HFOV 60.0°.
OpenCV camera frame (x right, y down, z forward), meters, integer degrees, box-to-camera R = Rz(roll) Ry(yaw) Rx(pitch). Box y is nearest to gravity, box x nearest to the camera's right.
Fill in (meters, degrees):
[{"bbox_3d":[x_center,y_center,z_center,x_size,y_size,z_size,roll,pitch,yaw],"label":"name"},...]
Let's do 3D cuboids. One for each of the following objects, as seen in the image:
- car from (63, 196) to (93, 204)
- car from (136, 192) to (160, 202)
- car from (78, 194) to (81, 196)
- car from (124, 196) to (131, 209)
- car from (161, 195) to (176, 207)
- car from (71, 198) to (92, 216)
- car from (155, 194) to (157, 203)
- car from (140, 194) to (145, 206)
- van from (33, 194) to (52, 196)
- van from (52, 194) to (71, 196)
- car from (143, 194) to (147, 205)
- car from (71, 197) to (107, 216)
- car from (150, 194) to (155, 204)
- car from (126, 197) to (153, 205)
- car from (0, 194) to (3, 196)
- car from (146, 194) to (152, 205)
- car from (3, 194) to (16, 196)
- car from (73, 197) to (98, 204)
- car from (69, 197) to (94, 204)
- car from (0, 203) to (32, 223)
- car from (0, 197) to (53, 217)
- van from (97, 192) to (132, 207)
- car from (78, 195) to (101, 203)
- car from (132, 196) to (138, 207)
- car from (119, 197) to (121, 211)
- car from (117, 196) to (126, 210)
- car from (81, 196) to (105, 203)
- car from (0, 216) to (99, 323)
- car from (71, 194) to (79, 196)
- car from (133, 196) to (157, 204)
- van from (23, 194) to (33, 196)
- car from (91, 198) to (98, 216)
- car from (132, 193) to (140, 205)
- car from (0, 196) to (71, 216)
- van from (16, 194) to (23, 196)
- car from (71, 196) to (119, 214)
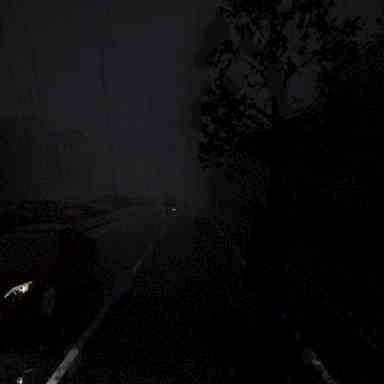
[{"bbox_3d":[-23.165,1.685,67.646,5.366,1.575,1.946,0,-1,0],"label":"car"},{"bbox_3d":[-10.297,1.468,70.398,5.566,2.045,2.435,0,-1,0],"label":"car"},{"bbox_3d":[-23.383,1.373,62.110,5.566,2.045,2.435,0,-1,0],"label":"car"},{"bbox_3d":[-10.261,1.505,39.868,4.792,1.488,2.163,0,0,0],"label":"car"},{"bbox_3d":[-3.397,1.562,51.364,1.812,1.442,4.674,0,-1,0],"label":"car"},{"bbox_3d":[-10.116,1.426,23.211,5.366,1.575,1.946,0,0,0],"label":"car"},{"bbox_3d":[-10.456,1.685,67.619,5.366,1.575,1.946,0,-1,0],"label":"car"},{"bbox_3d":[-10.276,1.517,50.974,4.892,1.521,2.231,0,-1,0],"label":"car"},{"bbox_3d":[-23.256,1.277,48.283,4.442,1.987,1.878,0,0,0],"label":"van"},{"bbox_3d":[-23.475,1.336,56.447,4.442,1.987,1.878,0,-1,0],"label":"van"},{"bbox_3d":[-10.466,1.533,53.742,5.366,1.575,1.946,0,-1,0],"label":"car"},{"bbox_3d":[-10.304,1.445,28.764,4.892,1.521,2.231,0,0,0],"label":"car"},{"bbox_3d":[-10.089,1.621,62.067,5.366,1.575,1.946,0,-1,0],"label":"car"},{"bbox_3d":[-10.279,1.657,64.843,4.892,1.521,2.231,0,-1,0],"label":"car"},{"bbox_3d":[-23.345,1.209,34.417,5.566,2.045,2.435,0,0,0],"label":"car"},{"bbox_3d":[-10.093,1.558,56.394,5.366,1.575,1.946,0,-1,0],"label":"car"},{"bbox_3d":[-23.343,1.217,37.187,5.566,2.045,2.435,0,0,0],"label":"car"},{"bbox_3d":[-23.317,1.782,73.186,4.792,1.488,2.163,0,-1,0],"label":"car"},{"bbox_3d":[-23.346,1.760,70.416,4.674,1.452,2.002,0,-1,0],"label":"car"},{"bbox_3d":[-10.301,1.405,14.883,5.008,1.535,2.097,0,0,0],"label":"car"},{"bbox_3d":[-10.274,1.287,17.660,4.553,1.767,2.185,0,0,0],"label":"car"},{"bbox_3d":[-10.405,1.258,42.645,4.442,1.987,1.878,0,0,0],"label":"van"},{"bbox_3d":[-23.376,1.657,75.833,4.553,1.767,2.185,0,-1,0],"label":"car"},{"bbox_3d":[-10.315,1.521,45.421,4.792,1.488,2.163,0,0,0],"label":"car"},{"bbox_3d":[-10.265,1.490,34.316,4.792,1.488,2.163,0,0,0],"label":"car"},{"bbox_3d":[-10.262,1.497,37.092,4.792,1.488,2.163,0,0,0],"label":"car"},{"bbox_3d":[-23.338,1.814,78.603,5.008,1.535,2.097,0,-1,0],"label":"car"},{"bbox_3d":[-3.353,1.478,7.206,1.812,1.442,4.674,0,0,0],"label":"car"},{"bbox_3d":[-23.328,1.622,59.338,4.792,1.488,2.163,0,-1,0],"label":"car"},{"bbox_3d":[-10.272,1.751,73.171,5.008,1.535,2.097,0,-1,0],"label":"car"},{"bbox_3d":[-23.484,1.258,42.727,4.442,1.987,1.878,0,0,0],"label":"van"},{"bbox_3d":[-10.293,1.438,25.988,4.892,1.521,2.231,0,0,0],"label":"car"},{"bbox_3d":[-10.315,1.376,48.195,4.553,1.767,2.185,0,0,0],"label":"car"},{"bbox_3d":[-10.272,1.295,20.436,4.553,1.767,2.185,0,0,0],"label":"car"},{"bbox_3d":[-23.253,1.251,39.957,4.442,1.987,1.878,0,0,0],"label":"van"},{"bbox_3d":[-10.110,1.449,31.540,5.366,1.575,1.946,0,0,0],"label":"car"}]
